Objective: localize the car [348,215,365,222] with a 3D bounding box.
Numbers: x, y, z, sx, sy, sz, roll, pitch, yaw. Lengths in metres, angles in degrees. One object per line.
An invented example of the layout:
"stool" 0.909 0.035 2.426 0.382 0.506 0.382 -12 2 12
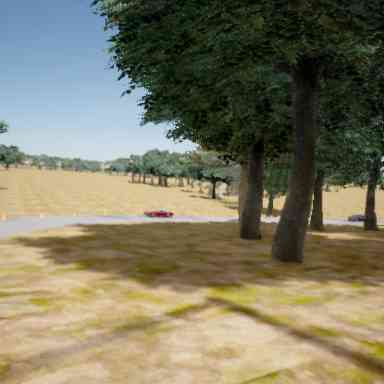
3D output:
"car" 38.394 6.028 77.253 4.892 1.490 1.837 3 2 -30

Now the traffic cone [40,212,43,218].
"traffic cone" -16.419 2.485 36.222 0.340 0.580 0.340 5 -1 16

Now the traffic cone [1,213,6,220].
"traffic cone" -17.492 2.289 30.939 0.340 0.580 0.340 4 -1 7

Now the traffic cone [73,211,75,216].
"traffic cone" -14.595 2.708 41.292 0.340 0.580 0.340 5 0 24

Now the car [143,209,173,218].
"car" -5.181 3.232 50.777 4.718 1.301 1.895 5 1 -44
